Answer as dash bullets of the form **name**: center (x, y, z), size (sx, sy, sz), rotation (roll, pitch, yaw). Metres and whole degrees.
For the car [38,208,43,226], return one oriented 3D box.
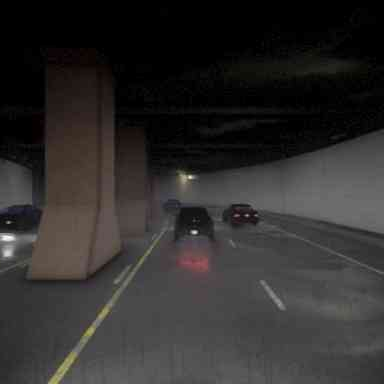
- **car**: center (-7.256, 1.527, 20.058), size (1.812, 1.442, 4.674), rotation (0, 0, -2)

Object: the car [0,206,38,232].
- **car**: center (-10.711, 1.549, 20.603), size (2.033, 1.411, 5.357), rotation (0, 0, -2)

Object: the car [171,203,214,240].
- **car**: center (0.070, 1.506, 16.944), size (1.837, 1.490, 4.892), rotation (0, 0, -1)

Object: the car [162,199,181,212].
- **car**: center (-2.279, 1.550, 38.581), size (2.033, 1.411, 5.357), rotation (0, 0, -13)

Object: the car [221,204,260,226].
- **car**: center (3.341, 1.548, 23.747), size (2.033, 1.411, 5.357), rotation (0, 0, -4)
